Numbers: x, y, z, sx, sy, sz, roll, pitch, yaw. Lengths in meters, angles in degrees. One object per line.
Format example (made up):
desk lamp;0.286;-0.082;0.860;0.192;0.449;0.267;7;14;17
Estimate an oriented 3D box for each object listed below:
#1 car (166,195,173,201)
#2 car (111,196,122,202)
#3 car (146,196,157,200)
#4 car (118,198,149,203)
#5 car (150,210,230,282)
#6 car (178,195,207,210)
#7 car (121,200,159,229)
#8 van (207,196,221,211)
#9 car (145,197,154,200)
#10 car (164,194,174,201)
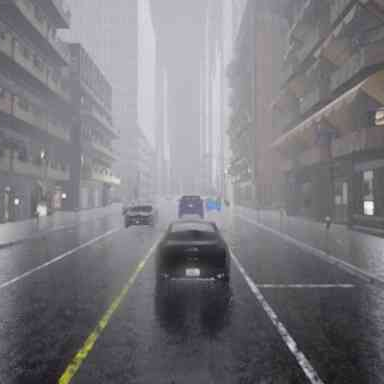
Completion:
car;-6.251;1.669;93.353;1.802;1.307;4.206;1;0;0
car;-16.936;1.568;72.291;4.097;1.590;1.967;0;-1;0
car;-5.914;1.609;44.171;1.947;1.339;4.313;1;0;0
car;-5.846;1.583;33.091;2.008;1.369;4.403;1;0;0
car;0.016;1.516;9.786;1.837;1.490;4.892;0;0;0
car;-0.092;1.251;30.267;2.150;2.045;5.566;0;0;0
car;-3.234;1.526;22.045;1.837;1.490;4.892;0;0;0
van;2.471;1.377;38.736;1.690;1.788;3.998;1;0;0
car;-5.880;1.620;38.632;1.802;1.307;4.206;1;0;0
car;-6.214;1.522;87.778;1.967;1.590;4.097;1;0;0
